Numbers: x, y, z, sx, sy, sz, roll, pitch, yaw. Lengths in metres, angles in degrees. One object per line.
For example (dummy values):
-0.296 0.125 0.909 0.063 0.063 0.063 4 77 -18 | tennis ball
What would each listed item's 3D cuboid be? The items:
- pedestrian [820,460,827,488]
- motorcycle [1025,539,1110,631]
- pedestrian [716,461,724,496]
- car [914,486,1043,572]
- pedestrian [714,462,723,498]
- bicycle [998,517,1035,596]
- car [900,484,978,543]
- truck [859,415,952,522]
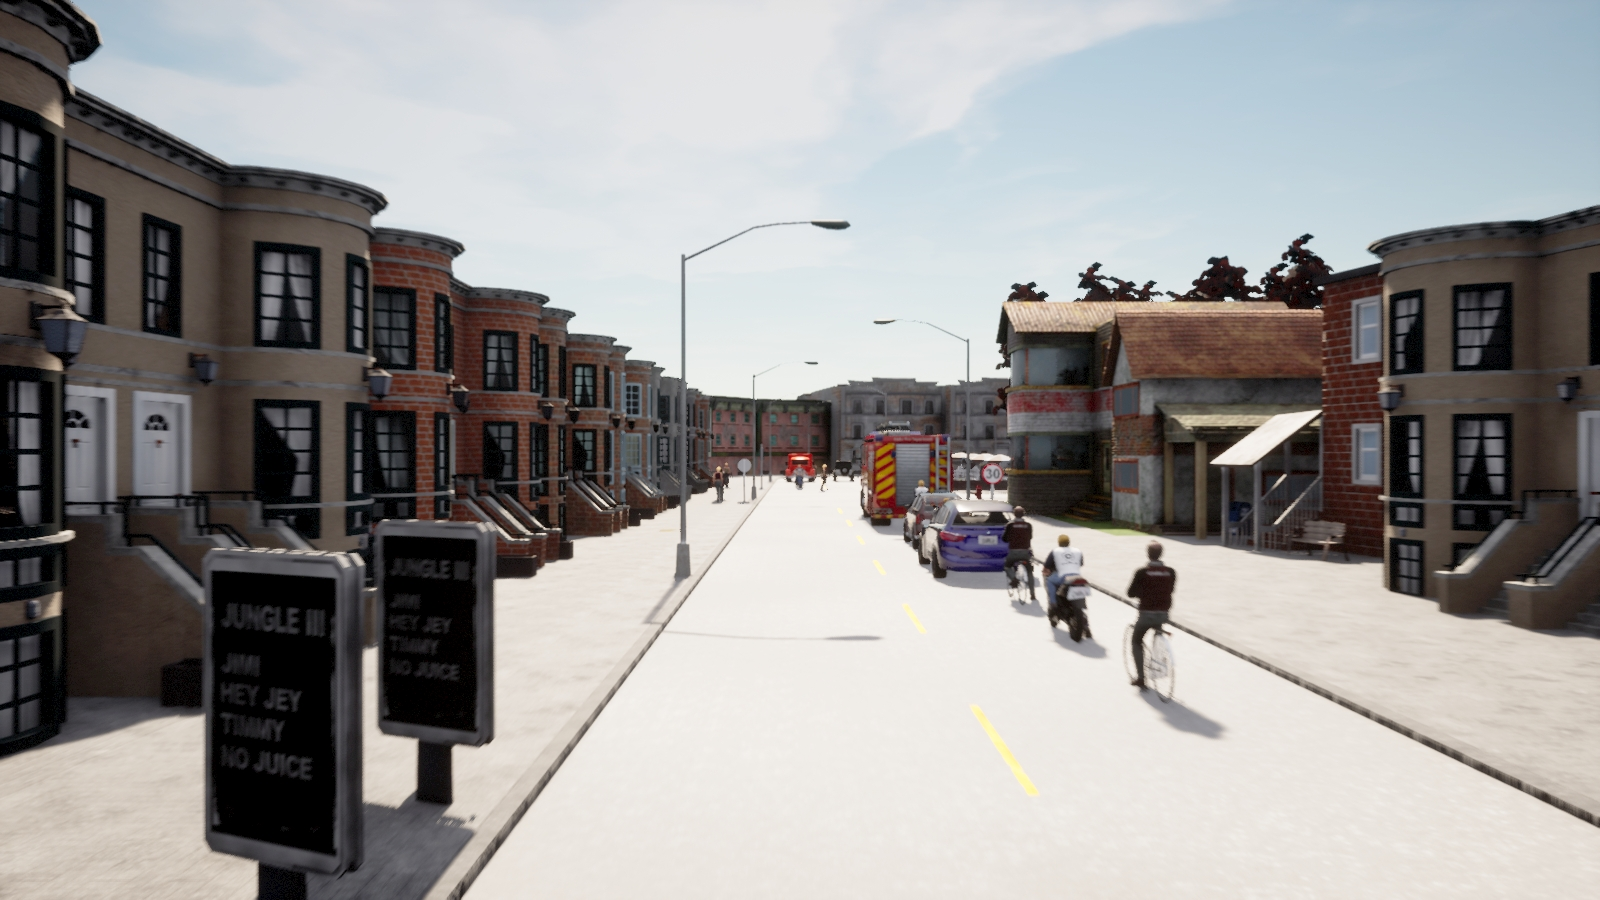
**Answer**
1.577 1.628 76.613 0.375 1.860 0.375 0 0 -13 | pedestrian
3.997 1.993 17.239 0.803 1.145 2.033 0 0 0 | motorcycle
-4.290 1.524 61.272 0.375 1.860 0.375 0 0 7 | pedestrian
3.996 1.747 26.403 2.242 1.667 4.611 0 0 0 | car
-4.190 1.523 58.673 0.375 1.860 0.375 0 0 7 | pedestrian
3.989 1.940 21.151 0.329 1.271 1.835 0 0 0 | bicycle
4.001 1.800 33.414 1.789 1.549 3.705 0 0 0 | car
3.988 0.671 45.073 2.891 3.827 8.468 0 0 0 | truck
